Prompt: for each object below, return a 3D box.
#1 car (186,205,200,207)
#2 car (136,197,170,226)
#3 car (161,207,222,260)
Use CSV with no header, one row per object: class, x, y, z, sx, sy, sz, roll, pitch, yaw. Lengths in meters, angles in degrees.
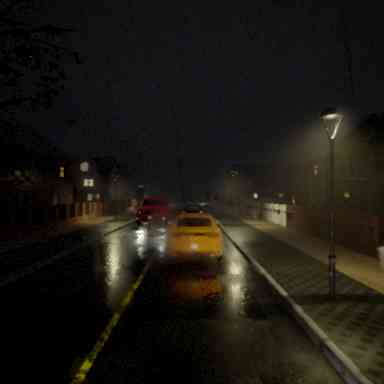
car,0.079,1.779,28.534,1.994,1.385,4.181,0,-1,0
car,-2.848,1.408,25.406,2.150,2.045,5.566,0,-1,0
car,0.076,1.560,12.839,1.882,1.535,5.008,0,0,0
